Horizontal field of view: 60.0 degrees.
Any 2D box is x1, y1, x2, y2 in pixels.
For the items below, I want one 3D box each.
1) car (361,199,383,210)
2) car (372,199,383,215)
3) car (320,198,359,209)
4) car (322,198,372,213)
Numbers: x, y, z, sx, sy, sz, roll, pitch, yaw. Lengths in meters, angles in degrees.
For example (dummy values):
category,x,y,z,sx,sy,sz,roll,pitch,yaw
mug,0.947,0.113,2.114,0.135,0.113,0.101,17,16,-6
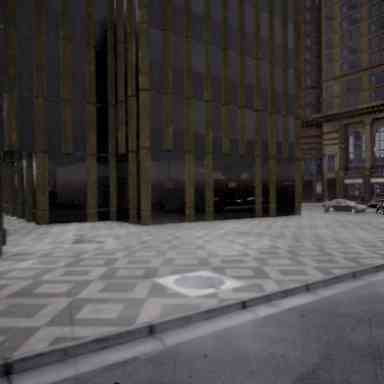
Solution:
category,x,y,z,sx,sy,sz,roll,pitch,yaw
car,24.451,1.601,42.812,1.947,1.339,4.313,-1,1,-36
car,20.818,1.577,33.256,1.967,1.590,4.097,-1,1,-36
car,21.044,1.586,47.552,1.752,1.417,4.829,-1,1,-36
car,17.511,1.708,37.862,2.008,1.369,4.403,-1,1,-36
